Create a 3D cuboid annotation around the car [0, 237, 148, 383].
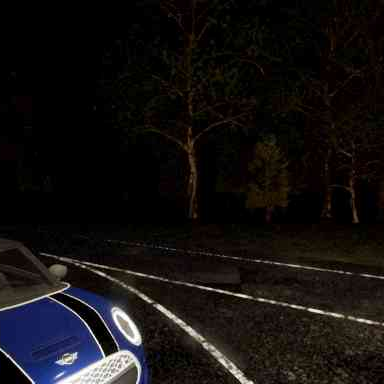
[{"bbox_3d":[-2.654,1.338,3.766,4.553,1.767,2.097,1,0,35],"label":"car"}]
